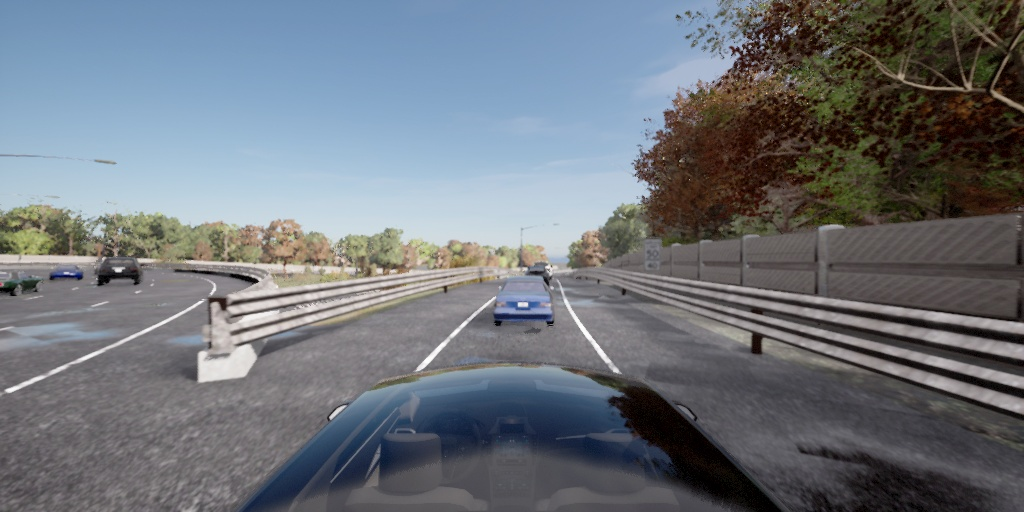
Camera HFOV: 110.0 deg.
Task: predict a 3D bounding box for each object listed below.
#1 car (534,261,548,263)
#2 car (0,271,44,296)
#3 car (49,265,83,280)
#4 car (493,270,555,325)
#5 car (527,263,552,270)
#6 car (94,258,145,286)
[{"bbox_3d":[3.317,1.662,40.292,2.150,2.045,5.566,0,-3,6],"label":"car"},{"bbox_3d":[-27.187,1.466,19.104,1.895,1.301,4.718,0,-1,-39],"label":"car"},{"bbox_3d":[-42.411,1.536,34.155,4.181,1.385,1.994,0,-1,39],"label":"car"},{"bbox_3d":[0.455,1.381,12.184,2.033,1.411,5.357,0,0,4],"label":"car"},{"bbox_3d":[1.926,1.513,27.462,1.837,1.490,4.892,0,-1,6],"label":"car"},{"bbox_3d":[-30.334,1.154,27.893,2.150,2.045,5.566,1,-1,-44],"label":"car"}]
